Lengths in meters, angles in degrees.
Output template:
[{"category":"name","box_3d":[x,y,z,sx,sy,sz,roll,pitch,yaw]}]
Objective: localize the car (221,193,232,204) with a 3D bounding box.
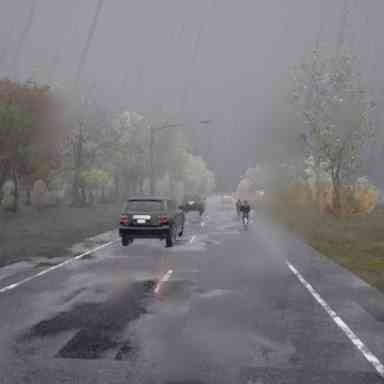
[{"category":"car","box_3d":[6.630,1.463,63.613,1.882,1.535,5.008,0,0,6]}]

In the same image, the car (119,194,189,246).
[{"category":"car","box_3d":[-1.666,1.216,15.453,2.150,2.045,5.566,0,0,6]}]

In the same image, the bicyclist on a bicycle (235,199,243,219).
[{"category":"bicyclist on a bicycle","box_3d":[3.995,1.445,28.270,0.582,1.620,1.656,0,0,6]}]

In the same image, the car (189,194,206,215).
[{"category":"car","box_3d":[0.205,1.212,34.299,2.150,2.045,5.566,0,0,6]}]

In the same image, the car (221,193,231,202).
[{"category":"car","box_3d":[7.555,1.209,73.934,2.150,2.045,5.566,0,0,6]}]

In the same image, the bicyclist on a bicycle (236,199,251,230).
[{"category":"bicyclist on a bicycle","box_3d":[3.126,1.365,19.512,0.659,1.776,1.843,0,0,6]}]
